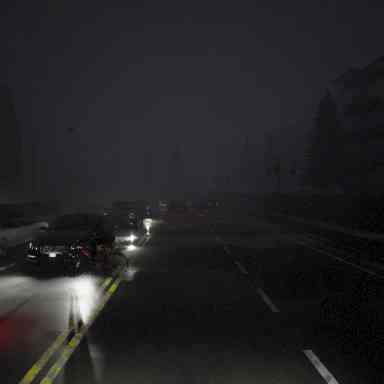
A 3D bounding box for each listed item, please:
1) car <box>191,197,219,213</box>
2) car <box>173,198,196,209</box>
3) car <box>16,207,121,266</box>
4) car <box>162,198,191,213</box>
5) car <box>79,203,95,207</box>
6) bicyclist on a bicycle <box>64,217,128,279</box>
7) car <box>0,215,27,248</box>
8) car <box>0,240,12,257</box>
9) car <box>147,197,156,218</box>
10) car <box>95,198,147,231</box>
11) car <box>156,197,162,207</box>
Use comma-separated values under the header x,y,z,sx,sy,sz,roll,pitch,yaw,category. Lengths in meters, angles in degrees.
x,y,z,sx,sy,sz,roll,pitch,yaw,category
1.555,1.352,37.753,2.097,1.767,4.553,0,0,-9,car
-1.098,1.564,47.529,1.994,1.385,4.181,0,0,-22,car
-3.946,1.505,11.657,1.837,1.490,4.892,0,0,-2,car
-1.763,1.492,36.794,2.128,1.511,4.902,0,0,-9,car
-7.972,1.564,26.344,1.994,1.385,4.181,0,0,-2,car
-2.487,1.455,8.575,1.656,1.620,0.582,-2,0,-2,bicyclist on a bicycle
-7.492,1.601,13.037,1.895,1.301,4.718,0,0,-2,car
-3.597,1.492,2.382,2.128,1.511,4.902,0,0,-4,car
-4.681,1.352,30.411,2.097,1.767,4.553,0,0,-4,car
-4.258,1.352,20.715,2.097,1.767,4.553,0,0,-2,car
-4.854,1.505,47.238,1.837,1.490,4.892,0,0,-22,car
